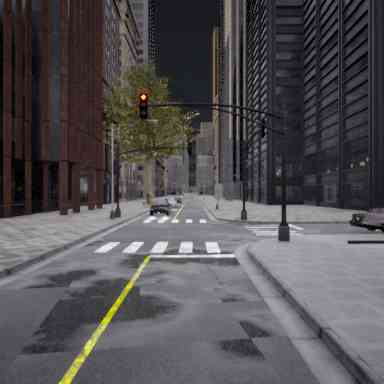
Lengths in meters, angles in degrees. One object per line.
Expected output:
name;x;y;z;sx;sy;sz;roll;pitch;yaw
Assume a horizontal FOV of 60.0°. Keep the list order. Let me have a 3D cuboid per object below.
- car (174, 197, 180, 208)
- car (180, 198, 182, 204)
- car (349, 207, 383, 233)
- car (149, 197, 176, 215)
car;-3.070;1.537;46.364;1.812;1.442;4.674;0;0;0
car;-2.985;1.603;65.690;2.033;1.411;5.357;0;0;0
car;11.534;1.488;18.108;5.357;1.411;2.033;0;0;0
car;-3.084;1.549;33.513;2.033;1.411;5.357;0;0;0
